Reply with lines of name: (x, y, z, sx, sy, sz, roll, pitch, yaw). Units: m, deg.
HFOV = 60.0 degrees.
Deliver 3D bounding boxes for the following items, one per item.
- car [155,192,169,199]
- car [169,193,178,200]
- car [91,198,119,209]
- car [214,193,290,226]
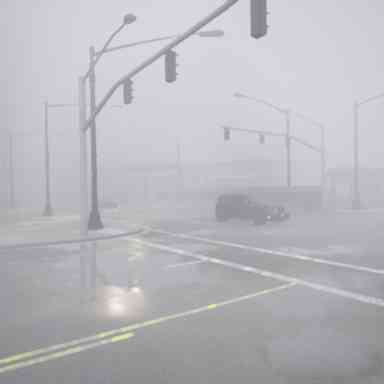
car: (-6.156, 0.803, 75.542, 4.611, 1.667, 2.242, -1, 1, -35)
car: (-2.175, 0.943, 71.329, 3.806, 1.475, 1.970, -1, 1, -35)
car: (-11.294, 1.435, 42.686, 2.033, 1.411, 5.357, -1, 1, -37)
car: (3.835, 1.093, 22.375, 2.150, 2.045, 5.566, -1, 0, -36)
